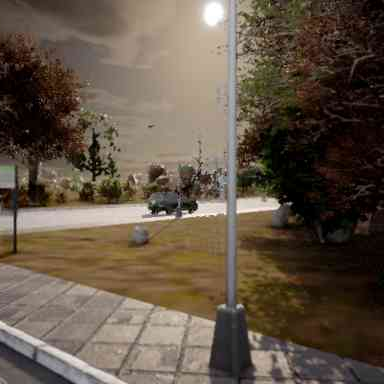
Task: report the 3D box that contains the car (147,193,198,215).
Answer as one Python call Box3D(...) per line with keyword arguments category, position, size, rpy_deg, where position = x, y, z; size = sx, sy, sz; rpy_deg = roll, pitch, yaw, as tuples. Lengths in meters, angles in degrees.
Box3D(category="car", position=(-1.773, 1.070, 31.804), size=(2.150, 2.045, 5.566), rpy_deg=(1, 0, 39))
